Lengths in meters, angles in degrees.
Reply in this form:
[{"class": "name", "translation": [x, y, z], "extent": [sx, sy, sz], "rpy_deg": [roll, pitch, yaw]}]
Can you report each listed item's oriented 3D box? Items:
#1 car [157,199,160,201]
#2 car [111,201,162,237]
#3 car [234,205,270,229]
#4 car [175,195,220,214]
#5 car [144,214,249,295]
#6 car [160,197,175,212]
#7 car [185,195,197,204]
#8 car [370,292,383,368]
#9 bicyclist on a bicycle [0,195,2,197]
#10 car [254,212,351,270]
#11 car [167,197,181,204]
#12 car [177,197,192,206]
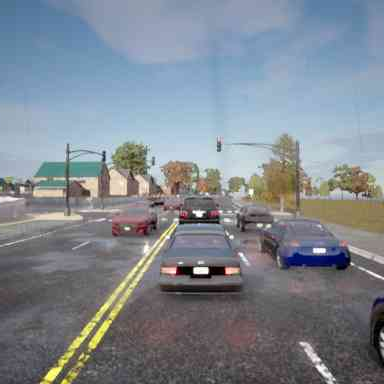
[{"class": "car", "translation": [-4.777, 1.679, 52.352], "extent": [1.895, 1.301, 4.718], "rpy_deg": [0, 0, 4]}, {"class": "car", "translation": [-3.041, 1.491, 18.466], "extent": [1.882, 1.535, 5.008], "rpy_deg": [0, 0, 2]}, {"class": "car", "translation": [3.693, 1.517, 19.961], "extent": [1.837, 1.490, 4.892], "rpy_deg": [0, 0, 3]}, {"class": "car", "translation": [0.426, 1.234, 19.106], "extent": [2.150, 2.045, 5.566], "rpy_deg": [0, 0, 1]}, {"class": "car", "translation": [0.206, 1.551, 8.859], "extent": [2.033, 1.411, 5.357], "rpy_deg": [0, 0, 1]}, {"class": "car", "translation": [-2.234, 1.525, 39.725], "extent": [1.882, 1.535, 5.008], "rpy_deg": [0, 0, 3]}, {"class": "car", "translation": [-0.199, 1.477, 69.471], "extent": [2.097, 1.767, 4.553], "rpy_deg": [0, 0, 4]}, {"class": "car", "translation": [3.385, 1.353, 2.548], "extent": [2.097, 1.767, 4.553], "rpy_deg": [0, 0, 0]}, {"class": "bicyclist on a bicycle", "translation": [-23.938, 1.030, 41.330], "extent": [0.582, 1.620, 1.656], "rpy_deg": [1, -1, 16]}, {"class": "car", "translation": [3.503, 1.569, 11.068], "extent": [1.994, 1.385, 4.181], "rpy_deg": [0, 0, 1]}, {"class": "car", "translation": [-3.610, 1.667, 67.687], "extent": [2.033, 1.411, 5.357], "rpy_deg": [0, 0, 5]}, {"class": "car", "translation": [-1.249, 1.577, 56.442], "extent": [2.128, 1.511, 4.902], "rpy_deg": [0, 0, 4]}]
